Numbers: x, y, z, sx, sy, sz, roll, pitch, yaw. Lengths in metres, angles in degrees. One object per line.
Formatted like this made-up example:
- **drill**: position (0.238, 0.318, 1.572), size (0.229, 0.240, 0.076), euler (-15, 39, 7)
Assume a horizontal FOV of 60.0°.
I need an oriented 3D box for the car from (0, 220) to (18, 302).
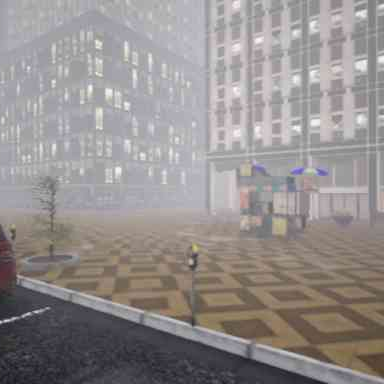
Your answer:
- **car**: position (-5.591, 1.314, 6.868), size (5.009, 1.841, 2.192), euler (0, 0, 35)
